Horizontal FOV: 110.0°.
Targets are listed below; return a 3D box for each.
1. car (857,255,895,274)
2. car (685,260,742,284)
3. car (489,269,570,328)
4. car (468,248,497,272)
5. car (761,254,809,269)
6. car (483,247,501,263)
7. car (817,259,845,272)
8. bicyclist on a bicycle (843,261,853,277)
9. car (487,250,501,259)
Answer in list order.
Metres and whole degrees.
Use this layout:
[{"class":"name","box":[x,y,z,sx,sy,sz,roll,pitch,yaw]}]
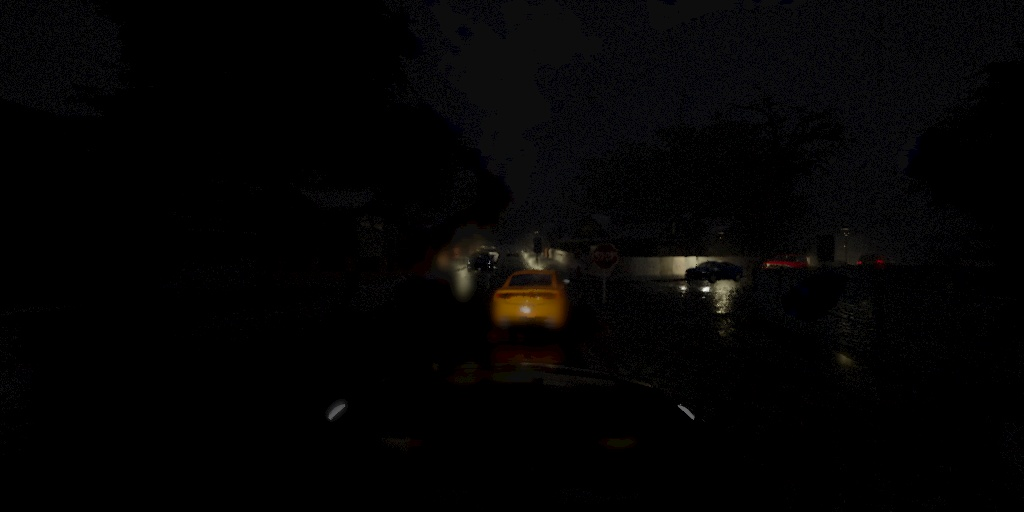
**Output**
[{"class":"car","box":[39.534,0.899,39.145,5.566,2.045,2.150,0,0,-37]},{"class":"car","box":[14.524,1.088,25.805,5.008,1.535,1.882,0,1,-31]},{"class":"car","box":[0.773,1.165,11.342,1.882,1.535,5.008,0,1,9]},{"class":"car","box":[-2.845,0.464,33.494,2.097,1.767,4.553,0,2,0]},{"class":"car","box":[24.534,0.850,32.097,5.566,2.045,2.150,0,1,-34]},{"class":"car","box":[-2.846,-0.086,44.051,2.150,2.045,5.566,0,2,0]},{"class":"car","box":[35.511,1.135,39.749,4.902,1.511,2.128,0,1,-36]},{"class":"bicyclist on a bicycle","box":[21.991,1.128,23.429,0.582,1.620,1.656,0,0,-32]},{"class":"car","box":[-2.824,-0.275,57.110,1.994,1.385,4.181,0,3,0]}]
